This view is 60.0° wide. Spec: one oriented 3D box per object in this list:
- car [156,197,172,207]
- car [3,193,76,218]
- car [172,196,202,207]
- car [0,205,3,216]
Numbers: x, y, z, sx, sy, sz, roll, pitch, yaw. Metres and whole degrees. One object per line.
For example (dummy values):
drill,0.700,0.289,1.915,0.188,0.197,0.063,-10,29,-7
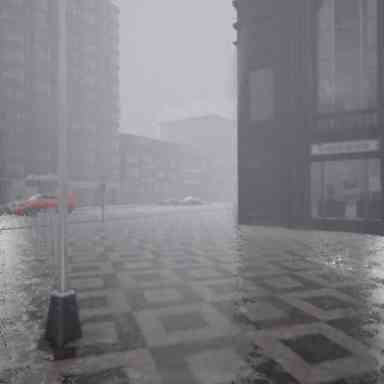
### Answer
car,-3.298,1.404,48.606,1.994,1.385,4.181,0,0,35
car,-12.975,1.088,29.298,2.150,2.045,5.566,0,0,35
car,-0.278,1.349,47.241,1.812,1.442,4.674,0,0,36
car,-16.072,1.485,30.542,1.895,1.301,4.718,0,0,35
